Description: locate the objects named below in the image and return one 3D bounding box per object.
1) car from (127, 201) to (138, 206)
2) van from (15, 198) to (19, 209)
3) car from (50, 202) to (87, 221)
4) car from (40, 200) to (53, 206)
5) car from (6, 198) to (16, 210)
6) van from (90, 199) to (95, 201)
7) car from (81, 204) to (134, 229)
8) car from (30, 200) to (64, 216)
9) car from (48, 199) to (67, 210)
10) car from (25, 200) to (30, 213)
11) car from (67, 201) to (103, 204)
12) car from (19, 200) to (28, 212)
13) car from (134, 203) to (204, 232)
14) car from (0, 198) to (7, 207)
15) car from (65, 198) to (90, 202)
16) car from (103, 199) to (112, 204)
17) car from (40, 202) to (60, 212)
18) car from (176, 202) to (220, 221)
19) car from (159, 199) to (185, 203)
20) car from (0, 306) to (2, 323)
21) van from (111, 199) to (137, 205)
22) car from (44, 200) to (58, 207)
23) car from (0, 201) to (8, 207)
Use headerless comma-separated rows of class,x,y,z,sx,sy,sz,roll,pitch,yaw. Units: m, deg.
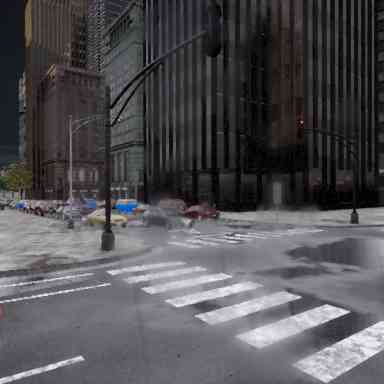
car,-5.303,2.003,37.740,1.802,1.307,4.206,-1,0,-35
van,-26.185,2.122,52.398,1.690,1.788,3.998,-1,0,-35
car,-12.040,2.003,32.477,2.008,1.369,4.403,-1,0,-35
car,-34.732,2.659,79.173,1.947,1.339,4.313,-1,0,-35
car,-31.943,2.353,60.511,1.967,1.590,4.097,-1,0,-35
van,-17.068,2.036,54.346,1.690,1.788,3.998,-1,0,-35
car,-6.286,1.843,24.371,1.752,1.417,4.829,-1,0,-35
car,-17.702,1.900,40.446,2.192,1.841,5.009,-1,0,-35
car,-24.062,2.169,59.563,2.097,1.767,4.553,0,-1,-35
car,-20.525,2.195,44.430,1.887,1.381,4.507,-1,0,-35
car,-12.219,2.044,37.355,2.033,1.411,5.357,0,-1,-36
car,-23.355,2.156,48.413,1.967,1.590,4.097,-1,0,-35
car,-1.689,1.739,22.460,2.128,1.511,4.902,0,0,-34
car,-41.279,2.666,73.667,1.887,1.381,4.507,-1,0,-35
car,-17.904,1.897,50.879,2.150,2.045,5.566,0,-1,-35
car,-11.189,1.874,46.043,2.192,1.841,5.009,-1,0,-35
car,-22.011,2.293,51.311,1.994,1.385,4.181,0,-1,-35
car,0.576,1.828,29.437,1.887,1.381,4.507,-1,0,-35
car,-2.369,1.667,33.589,2.192,1.841,5.009,-1,0,-35
car,-5.057,1.352,4.162,4.553,1.767,2.097,0,0,-37
van,-8.249,1.831,41.892,1.690,1.788,3.998,-1,0,-35
car,-31.720,2.594,74.930,1.947,1.339,4.313,-1,0,-35
car,-44.391,2.770,78.051,1.802,1.307,4.206,-1,0,-35
